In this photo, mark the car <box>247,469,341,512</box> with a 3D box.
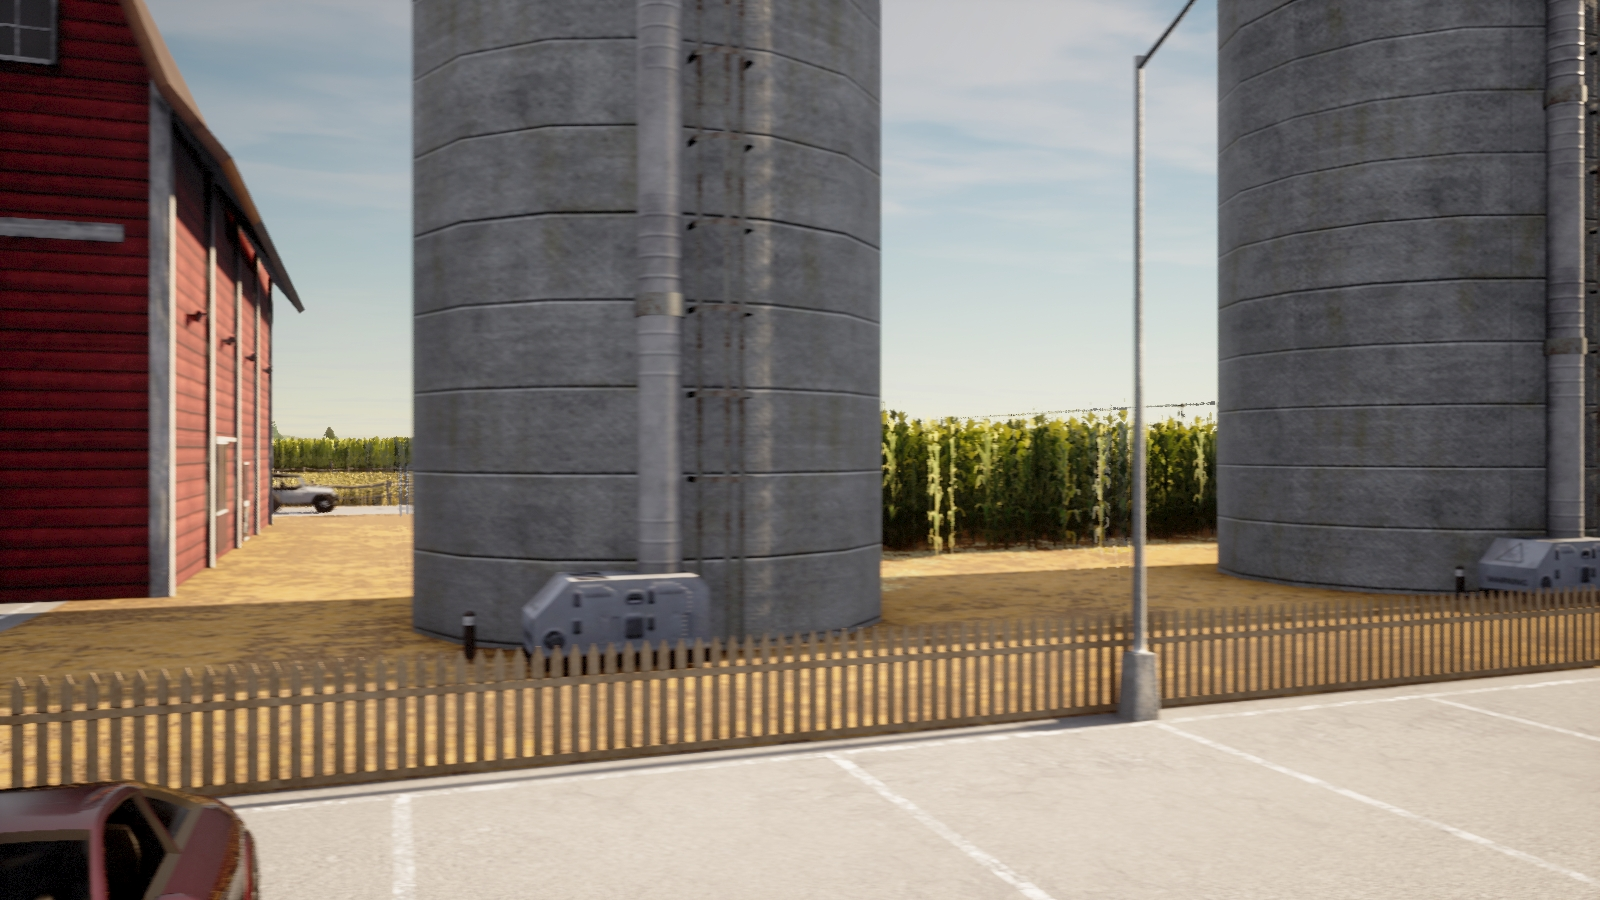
[{"bbox_3d":[-23.402,1.857,52.979,3.866,1.878,1.905,0,0,-19],"label":"car"}]

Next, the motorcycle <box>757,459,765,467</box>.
[{"bbox_3d":[-6.697,2.154,195.462,0.764,1.307,2.356,0,0,-21],"label":"motorcycle"}]
